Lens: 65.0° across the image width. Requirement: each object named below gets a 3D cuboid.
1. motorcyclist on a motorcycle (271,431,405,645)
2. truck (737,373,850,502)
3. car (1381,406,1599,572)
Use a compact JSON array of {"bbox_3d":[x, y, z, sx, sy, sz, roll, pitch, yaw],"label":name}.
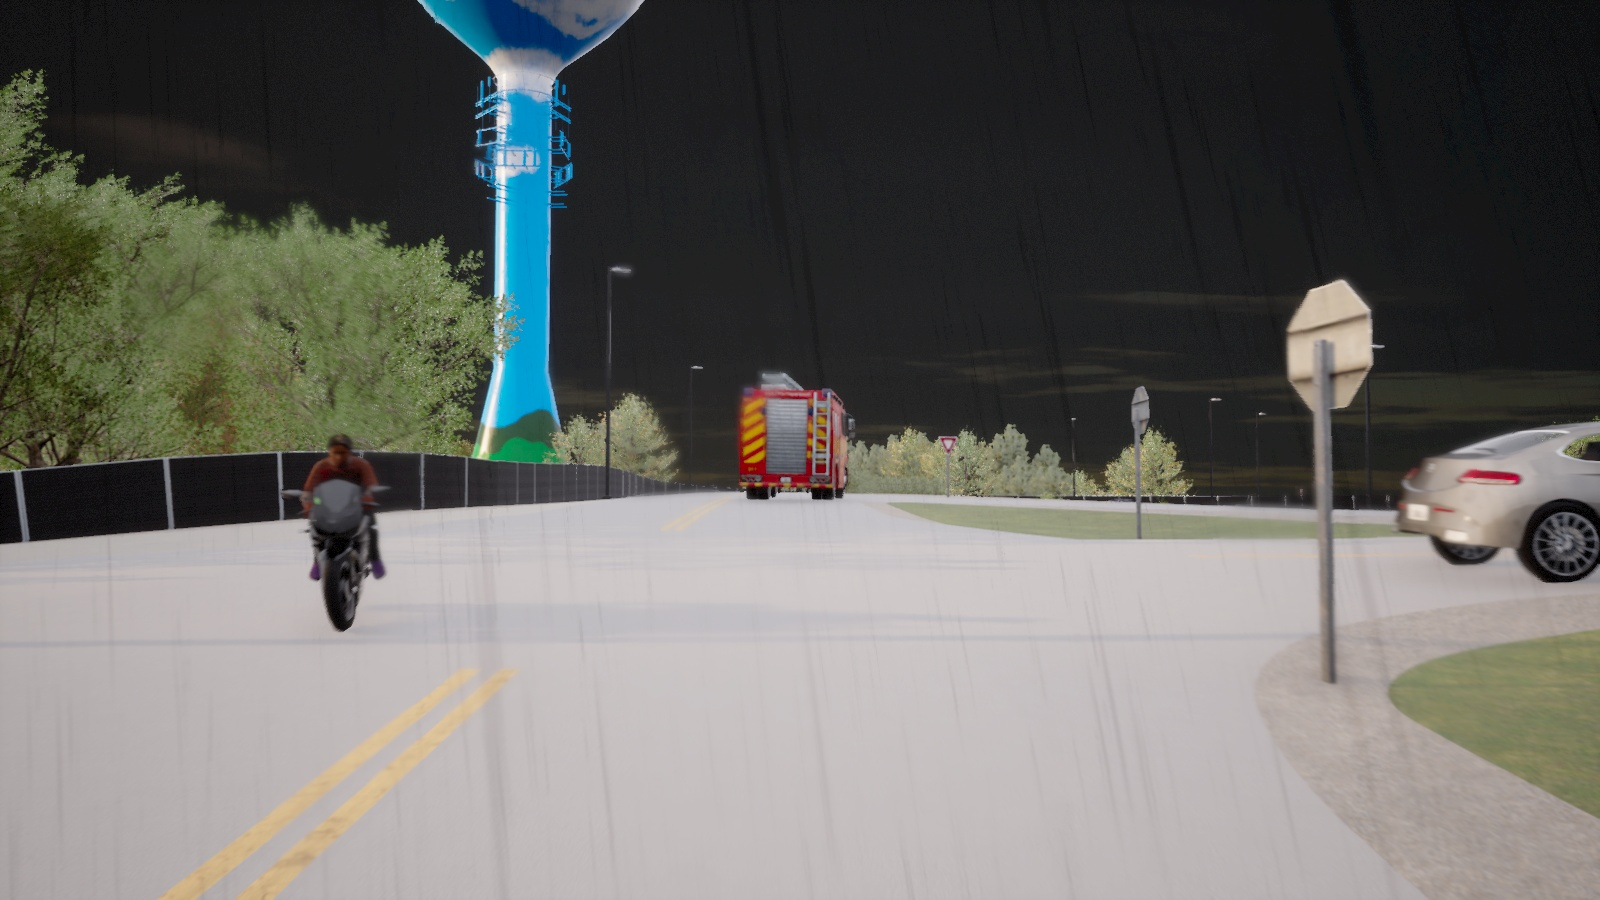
[{"bbox_3d":[-3.679,0.626,10.150,0.797,1.523,2.044,-2,1,-15],"label":"motorcyclist on a motorcycle"},{"bbox_3d":[-0.033,-0.264,42.034,2.891,3.827,8.468,1,-2,5],"label":"truck"},{"bbox_3d":[9.295,0.376,13.558,5.027,1.651,2.152,0,0,1],"label":"car"}]
